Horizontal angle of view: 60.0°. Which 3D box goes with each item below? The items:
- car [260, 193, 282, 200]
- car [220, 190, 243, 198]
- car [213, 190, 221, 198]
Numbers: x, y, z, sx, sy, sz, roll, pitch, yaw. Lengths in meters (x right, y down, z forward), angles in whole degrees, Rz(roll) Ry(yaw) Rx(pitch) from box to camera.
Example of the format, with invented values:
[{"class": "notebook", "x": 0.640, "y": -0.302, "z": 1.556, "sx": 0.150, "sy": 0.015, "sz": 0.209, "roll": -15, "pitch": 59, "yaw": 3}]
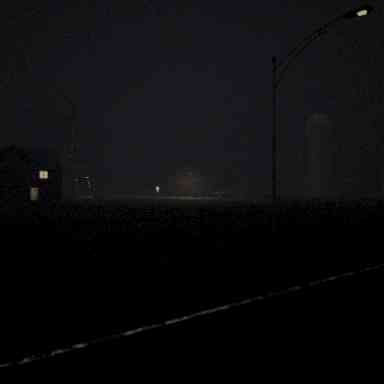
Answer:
[{"class": "car", "x": 16.351, "y": 0.880, "z": 69.009, "sx": 2.128, "sy": 1.511, "sz": 4.902, "roll": -1, "pitch": 1, "yaw": -36}, {"class": "car", "x": 9.209, "y": 0.696, "z": 74.201, "sx": 2.097, "sy": 1.767, "sz": 4.553, "roll": -1, "pitch": 1, "yaw": -36}, {"class": "car", "x": 7.549, "y": 0.429, "z": 81.193, "sx": 2.150, "sy": 2.045, "sz": 5.566, "roll": -1, "pitch": 1, "yaw": -36}]
